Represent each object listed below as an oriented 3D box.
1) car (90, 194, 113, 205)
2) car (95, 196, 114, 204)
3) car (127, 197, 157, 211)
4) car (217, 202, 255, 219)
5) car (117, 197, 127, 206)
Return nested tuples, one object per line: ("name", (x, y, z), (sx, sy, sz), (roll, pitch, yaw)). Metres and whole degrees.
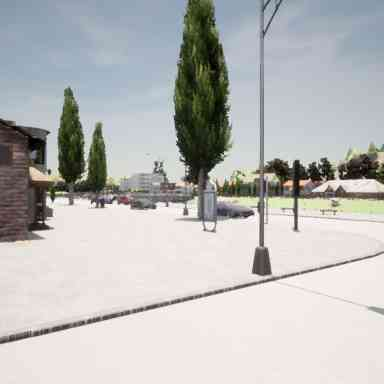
("car", (-15.018, 1.161, 54.453), (2.097, 1.767, 4.553), (0, 0, -36))
("car", (-16.897, 1.478, 64.089), (1.882, 1.535, 5.008), (0, 0, -36))
("car", (-6.113, 1.564, 41.914), (1.994, 1.385, 4.181), (0, 0, -36))
("car", (3.029, 1.547, 29.183), (2.033, 1.411, 5.357), (0, 0, -36))
("car", (-10.938, 1.526, 55.800), (1.812, 1.442, 4.674), (0, 0, -36))
